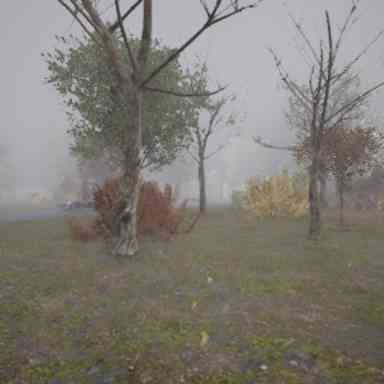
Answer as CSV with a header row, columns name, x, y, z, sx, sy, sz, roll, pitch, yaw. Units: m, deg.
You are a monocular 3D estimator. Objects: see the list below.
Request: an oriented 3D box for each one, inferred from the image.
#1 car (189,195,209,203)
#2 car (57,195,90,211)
name,x,y,z,sx,sy,sz,roll,pitch,yaw
car,1.275,1.160,60.668,2.033,1.411,5.357,0,0,31
car,-12.706,1.152,37.120,2.097,1.767,4.553,0,0,31
